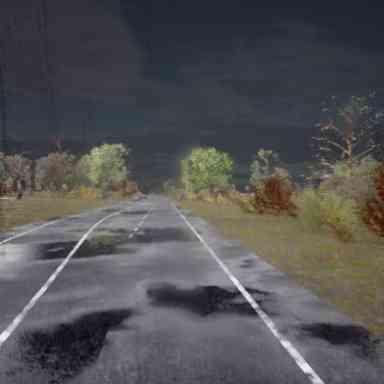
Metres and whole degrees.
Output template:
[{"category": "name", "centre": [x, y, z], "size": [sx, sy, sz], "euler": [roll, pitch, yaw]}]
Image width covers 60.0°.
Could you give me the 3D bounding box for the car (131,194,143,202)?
[{"category": "car", "centre": [-14.146, 1.820, 83.698], "size": [1.812, 1.442, 4.674], "euler": [0, 0, -5]}]
